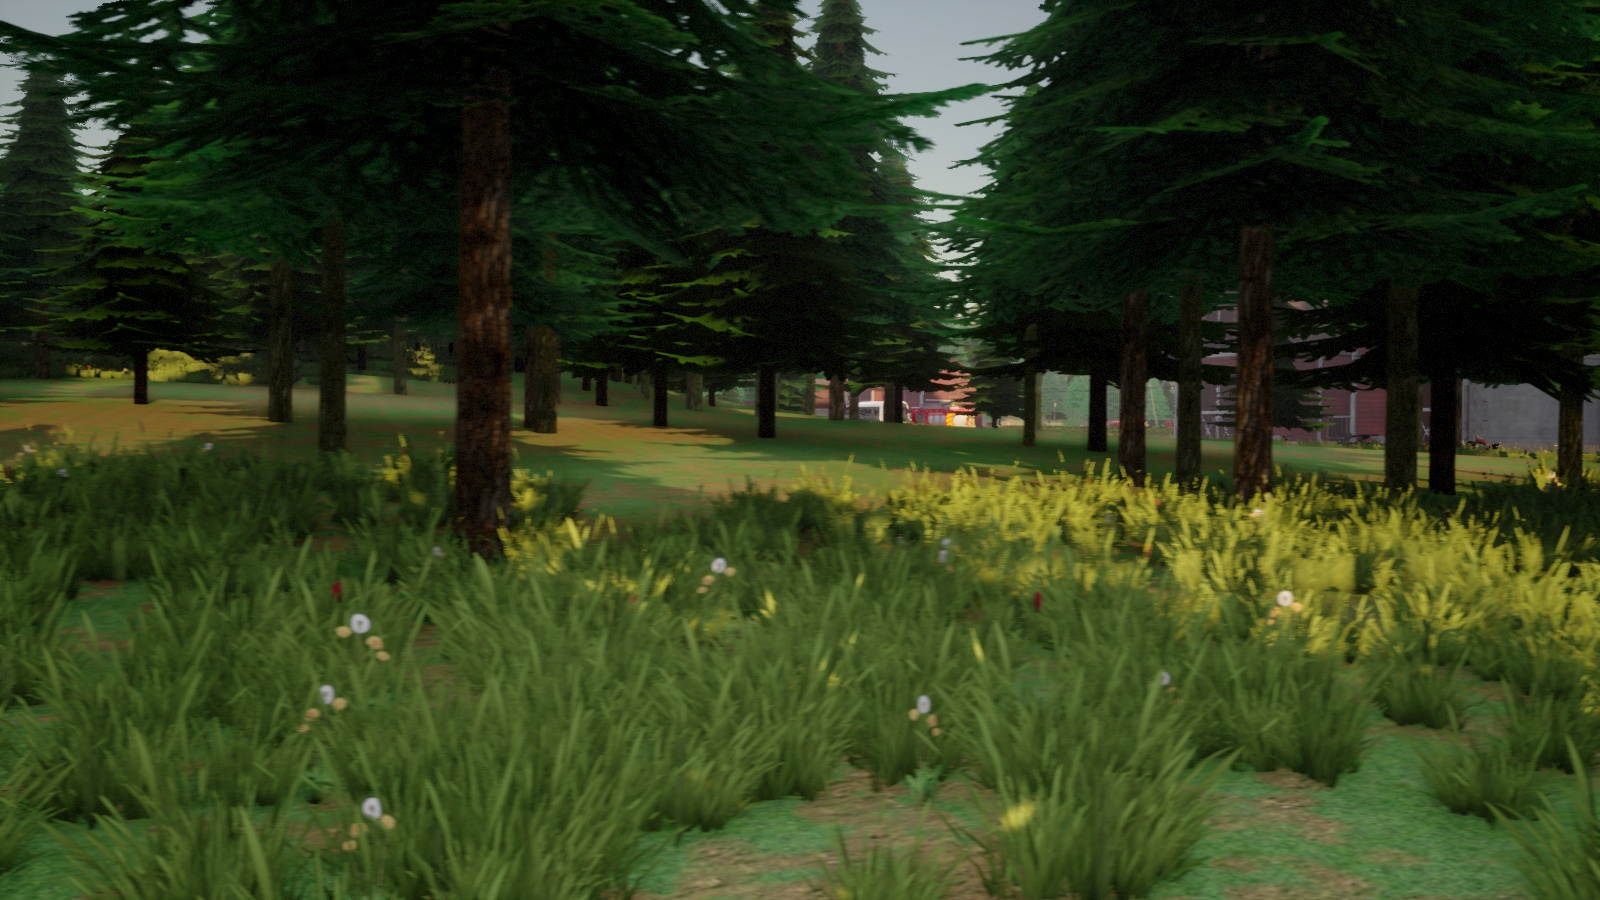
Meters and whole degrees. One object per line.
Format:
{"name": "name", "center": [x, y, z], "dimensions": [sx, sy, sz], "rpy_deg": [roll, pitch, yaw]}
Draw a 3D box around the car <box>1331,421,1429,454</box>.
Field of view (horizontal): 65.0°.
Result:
{"name": "car", "center": [27.615, -0.602, 59.956], "dimensions": [1.816, 1.474, 4.193], "rpy_deg": [-1, 1, -20]}
